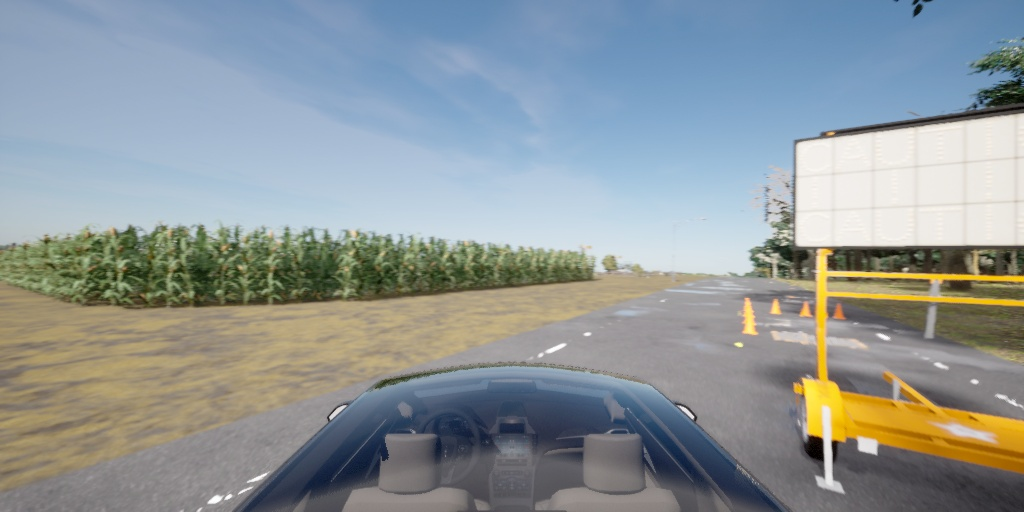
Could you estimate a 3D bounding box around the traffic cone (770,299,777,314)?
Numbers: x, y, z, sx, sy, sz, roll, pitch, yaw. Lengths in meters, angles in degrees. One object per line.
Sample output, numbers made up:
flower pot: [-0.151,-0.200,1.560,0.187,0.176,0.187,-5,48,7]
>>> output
traffic cone: [11.049,2.116,15.051,0.340,0.580,0.340,0,0,33]

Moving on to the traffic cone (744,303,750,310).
traffic cone: [8.052,2.011,12.221,0.340,0.580,0.340,0,0,33]

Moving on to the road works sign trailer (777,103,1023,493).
road works sign trailer: [4.447,0.329,3.829,2.380,3.560,2.880,0,0,33]

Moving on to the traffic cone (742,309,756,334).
traffic cone: [6.974,1.965,10.537,0.340,0.580,0.340,0,0,33]

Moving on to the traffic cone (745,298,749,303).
traffic cone: [9.130,2.059,13.906,0.340,0.580,0.340,0,0,33]
